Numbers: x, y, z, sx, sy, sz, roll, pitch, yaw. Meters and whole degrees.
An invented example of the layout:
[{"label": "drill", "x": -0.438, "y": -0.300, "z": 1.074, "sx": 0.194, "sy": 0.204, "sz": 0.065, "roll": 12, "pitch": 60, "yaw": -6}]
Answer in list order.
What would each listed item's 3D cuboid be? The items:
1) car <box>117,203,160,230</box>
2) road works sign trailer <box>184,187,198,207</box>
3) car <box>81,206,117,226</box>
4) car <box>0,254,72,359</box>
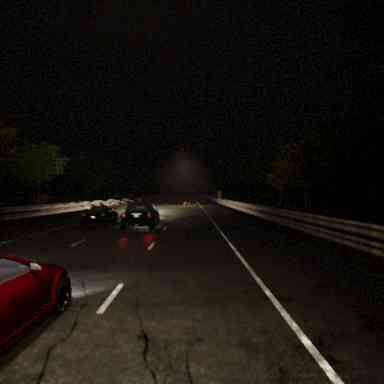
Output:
[{"label": "car", "x": -3.431, "y": 1.516, "z": 22.687, "sx": 2.097, "sy": 1.767, "sz": 4.553, "roll": 0, "pitch": 0, "yaw": 0}, {"label": "road works sign trailer", "x": -0.082, "y": 0.881, "z": 60.953, "sx": 2.380, "sy": 3.560, "sz": 2.880, "roll": 0, "pitch": 0, "yaw": 0}, {"label": "car", "x": -6.932, "y": 1.745, "z": 25.286, "sx": 1.994, "sy": 1.385, "sz": 4.181, "roll": 0, "pitch": 0, "yaw": 0}, {"label": "car", "x": -3.404, "y": 1.603, "z": 5.021, "sx": 1.994, "sy": 1.385, "sz": 4.181, "roll": 0, "pitch": 0, "yaw": 0}]
